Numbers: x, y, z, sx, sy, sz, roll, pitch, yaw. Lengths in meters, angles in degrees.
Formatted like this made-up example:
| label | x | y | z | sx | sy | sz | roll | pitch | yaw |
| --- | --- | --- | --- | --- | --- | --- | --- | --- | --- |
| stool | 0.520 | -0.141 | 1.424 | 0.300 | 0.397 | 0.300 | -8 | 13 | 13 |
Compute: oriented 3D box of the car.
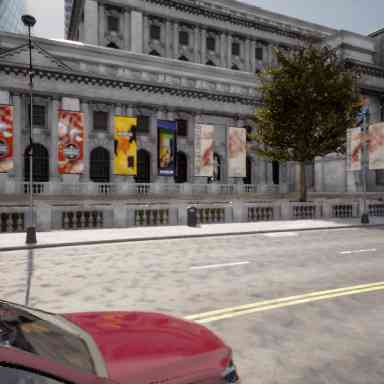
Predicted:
| label | x | y | z | sx | sy | sz | roll | pitch | yaw |
| --- | --- | --- | --- | --- | --- | --- | --- | --- | --- |
| car | -1.709 | 1.526 | 2.279 | 4.674 | 1.442 | 1.812 | 0 | 0 | -35 |
